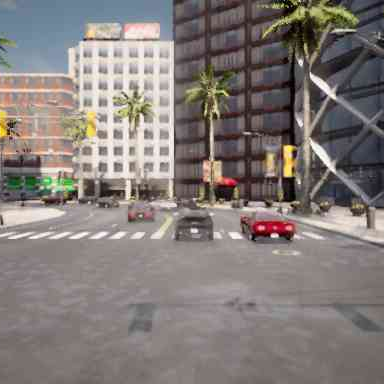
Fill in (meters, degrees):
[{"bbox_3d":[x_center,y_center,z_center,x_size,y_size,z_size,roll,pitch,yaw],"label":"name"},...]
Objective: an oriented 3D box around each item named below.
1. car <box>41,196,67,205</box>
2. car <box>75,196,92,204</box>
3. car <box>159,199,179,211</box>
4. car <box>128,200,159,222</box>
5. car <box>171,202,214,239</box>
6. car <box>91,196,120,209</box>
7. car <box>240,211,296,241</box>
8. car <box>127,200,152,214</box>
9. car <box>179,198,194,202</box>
[{"bbox_3d":[-25.023,1.479,60.393,5.008,1.535,1.882,0,0,22],"label":"car"},{"bbox_3d":[-19.482,1.506,61.629,4.892,1.490,1.837,0,0,25],"label":"car"},{"bbox_3d":[-3.625,1.602,40.690,1.895,1.301,4.718,0,0,-25],"label":"car"},{"bbox_3d":[-3.912,1.565,26.392,1.994,1.385,4.181,0,0,-4],"label":"car"},{"bbox_3d":[0.101,1.505,17.466,1.837,1.490,4.892,0,0,0],"label":"car"},{"bbox_3d":[-11.858,1.504,46.683,1.837,1.490,4.892,0,0,-40],"label":"car"},{"bbox_3d":[3.600,1.601,16.683,1.895,1.301,4.718,0,0,0],"label":"car"},{"bbox_3d":[-5.718,1.565,36.100,1.994,1.385,4.181,0,0,-19],"label":"car"},{"bbox_3d":[-1.067,1.527,43.096,1.812,1.442,4.674,0,0,-26],"label":"car"}]
